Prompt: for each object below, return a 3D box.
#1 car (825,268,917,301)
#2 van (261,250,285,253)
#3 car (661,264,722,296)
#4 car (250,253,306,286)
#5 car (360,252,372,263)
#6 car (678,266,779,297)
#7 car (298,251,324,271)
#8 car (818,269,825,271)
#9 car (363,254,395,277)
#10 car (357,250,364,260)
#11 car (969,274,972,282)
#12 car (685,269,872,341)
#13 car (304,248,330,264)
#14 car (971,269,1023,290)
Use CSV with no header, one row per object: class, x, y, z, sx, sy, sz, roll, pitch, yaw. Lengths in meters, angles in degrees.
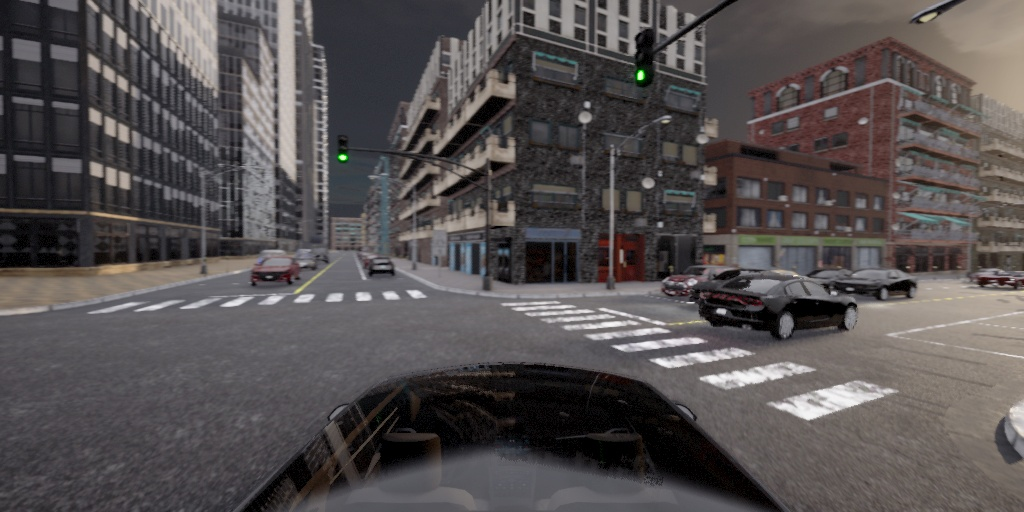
car,18.997,1.389,18.747,5.008,1.535,1.882,0,1,-24
van,-21.384,0.372,32.133,1.690,1.789,3.998,0,0,-24
car,9.088,1.167,17.067,4.097,1.591,1.967,0,0,-25
car,-13.394,0.758,20.570,1.882,1.535,5.008,0,1,-24
car,-13.729,0.529,35.543,1.888,1.381,4.507,0,0,-24
car,9.259,1.278,14.276,4.892,1.490,1.837,1,1,-25
car,-18.642,0.526,32.363,2.128,1.511,4.902,0,1,-24
car,19.127,1.437,21.679,4.313,1.339,1.948,0,0,-25
car,-9.673,0.740,26.440,1.948,1.339,4.313,0,0,-24
car,-20.630,0.211,51.035,2.007,1.370,4.403,0,0,-24
car,44.224,1.812,33.207,4.207,1.307,1.802,0,0,-25
car,7.516,1.278,10.064,5.008,1.535,1.882,1,1,-25
car,-24.545,-0.021,45.680,2.150,2.045,5.566,0,1,-24
car,37.363,1.777,27.116,4.718,1.301,1.895,1,1,-24
